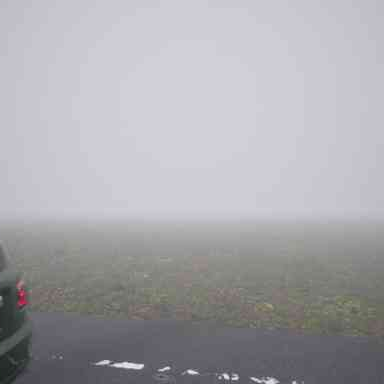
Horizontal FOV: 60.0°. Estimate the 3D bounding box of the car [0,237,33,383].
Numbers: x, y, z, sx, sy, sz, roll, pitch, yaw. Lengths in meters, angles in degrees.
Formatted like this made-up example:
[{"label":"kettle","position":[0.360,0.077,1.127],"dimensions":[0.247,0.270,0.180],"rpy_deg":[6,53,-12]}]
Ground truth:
[{"label":"car","position":[-4.410,1.219,3.227],"dimensions":[5.566,2.045,2.150],"rpy_deg":[0,0,11]}]
